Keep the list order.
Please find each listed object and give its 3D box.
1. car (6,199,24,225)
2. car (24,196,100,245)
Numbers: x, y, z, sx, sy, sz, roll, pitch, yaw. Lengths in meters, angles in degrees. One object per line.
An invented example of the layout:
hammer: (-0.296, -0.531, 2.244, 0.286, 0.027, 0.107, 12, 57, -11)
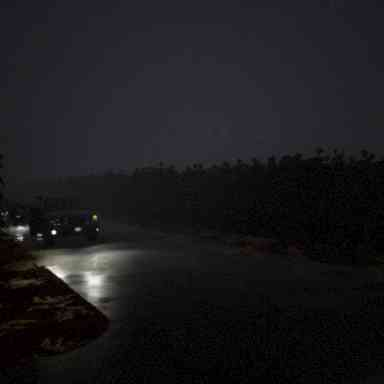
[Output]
car: (-12.390, 1.535, 24.684, 2.033, 1.411, 5.357, 0, 0, -35)
car: (-6.379, 1.212, 16.176, 2.150, 2.045, 5.566, 0, 0, -36)
